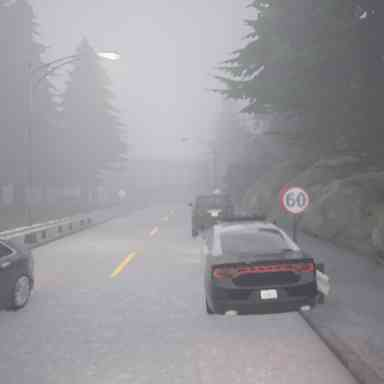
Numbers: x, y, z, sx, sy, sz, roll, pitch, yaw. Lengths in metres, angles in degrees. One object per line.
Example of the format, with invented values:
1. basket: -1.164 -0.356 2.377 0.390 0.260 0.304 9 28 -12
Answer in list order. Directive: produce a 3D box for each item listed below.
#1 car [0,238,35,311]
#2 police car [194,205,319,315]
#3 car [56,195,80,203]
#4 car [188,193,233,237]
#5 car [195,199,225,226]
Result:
1. car: -4.097 1.480 4.869 1.837 1.490 4.892 0 0 0
2. police car: 1.148 1.335 7.637 1.930 1.638 5.238 -4 0 0
3. car: -21.049 1.193 57.601 4.902 1.511 2.128 0 0 1
4. car: 1.026 1.080 17.558 2.150 2.045 5.566 -3 0 0
5. car: 1.159 1.333 23.717 1.801 1.575 5.366 0 0 0
